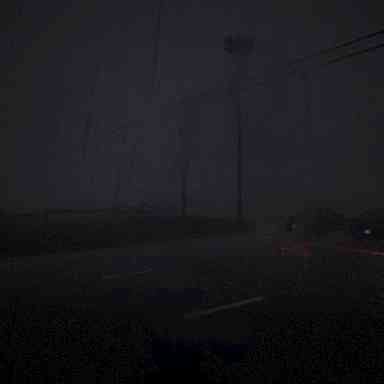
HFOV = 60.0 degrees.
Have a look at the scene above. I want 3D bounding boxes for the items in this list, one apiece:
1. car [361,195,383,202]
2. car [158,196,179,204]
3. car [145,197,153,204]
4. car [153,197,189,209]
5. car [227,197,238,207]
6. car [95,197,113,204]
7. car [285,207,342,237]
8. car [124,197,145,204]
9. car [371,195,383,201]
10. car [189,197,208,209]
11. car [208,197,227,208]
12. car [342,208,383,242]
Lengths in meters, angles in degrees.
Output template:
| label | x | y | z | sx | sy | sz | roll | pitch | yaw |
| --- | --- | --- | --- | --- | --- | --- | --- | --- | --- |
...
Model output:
| label | x | y | z | sx | sy | sz | roll | pitch | yaw |
| --- | --- | --- | --- | --- | --- | --- | --- | --- | --- |
| car | 40.873 | 1.431 | 74.516 | 2.097 | 1.767 | 4.553 | 0 | 0 | -7 |
| car | -4.610 | 1.597 | 64.701 | 1.994 | 1.385 | 4.181 | 0 | 0 | -36 |
| car | -7.648 | 1.577 | 62.907 | 2.033 | 1.411 | 5.357 | 0 | 0 | -36 |
| car | -2.894 | 1.528 | 44.430 | 1.837 | 1.490 | 4.892 | 0 | 0 | -36 |
| car | 5.302 | 1.559 | 51.025 | 1.812 | 1.442 | 4.674 | 0 | 0 | -36 |
| car | -16.926 | 1.571 | 63.793 | 2.033 | 1.411 | 5.357 | 0 | 0 | -36 |
| car | 6.901 | 1.541 | 17.981 | 4.674 | 1.442 | 1.812 | 0 | 0 | -40 |
| car | -11.050 | 1.590 | 61.620 | 1.994 | 1.385 | 4.181 | 0 | 0 | -36 |
| car | 46.732 | 1.544 | 81.884 | 1.812 | 1.442 | 4.674 | 0 | 0 | -14 |
| car | -0.505 | 1.574 | 47.092 | 2.033 | 1.411 | 5.357 | 0 | 0 | -36 |
| car | 2.365 | 1.508 | 49.106 | 1.882 | 1.535 | 5.008 | 0 | 0 | -36 |
| car | 9.146 | 1.494 | 15.308 | 5.008 | 1.535 | 1.882 | 0 | 0 | -40 |
